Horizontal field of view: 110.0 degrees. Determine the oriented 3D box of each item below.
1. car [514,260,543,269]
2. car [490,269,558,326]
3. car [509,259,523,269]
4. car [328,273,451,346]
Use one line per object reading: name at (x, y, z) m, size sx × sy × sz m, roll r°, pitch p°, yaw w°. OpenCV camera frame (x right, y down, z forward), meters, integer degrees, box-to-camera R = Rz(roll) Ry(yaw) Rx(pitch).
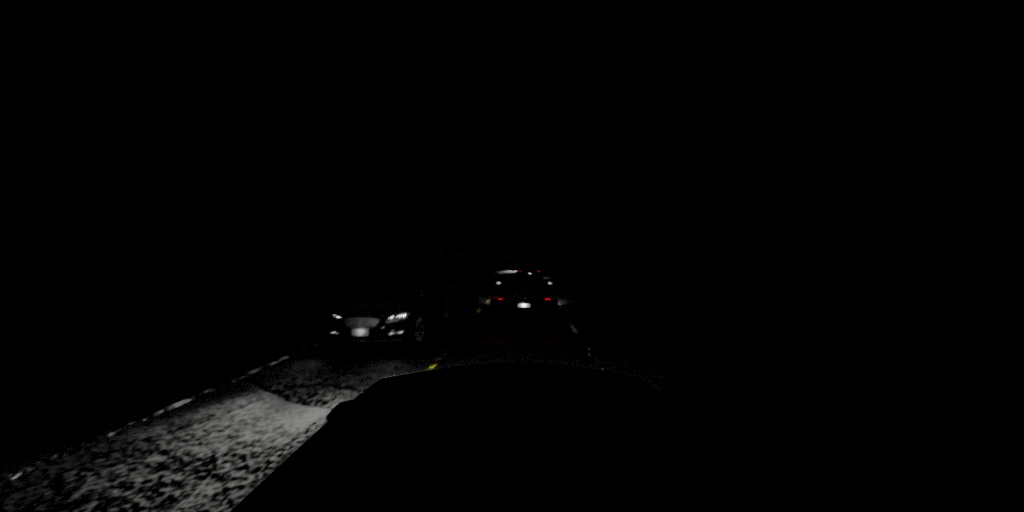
car at (1.486, 1.275, 28.648) m, size 1.994 × 1.385 × 4.181 m, roll 0°, pitch 0°, yaw 5°
car at (0.398, 1.299, 11.685) m, size 1.994 × 1.385 × 4.181 m, roll 0°, pitch 0°, yaw 2°
car at (0.832, 1.163, 50.390) m, size 2.128 × 1.511 × 4.902 m, roll 0°, pitch 0°, yaw 9°
car at (-2.887, 1.224, 9.464) m, size 2.128 × 1.511 × 4.902 m, roll 0°, pitch 0°, yaw 2°
